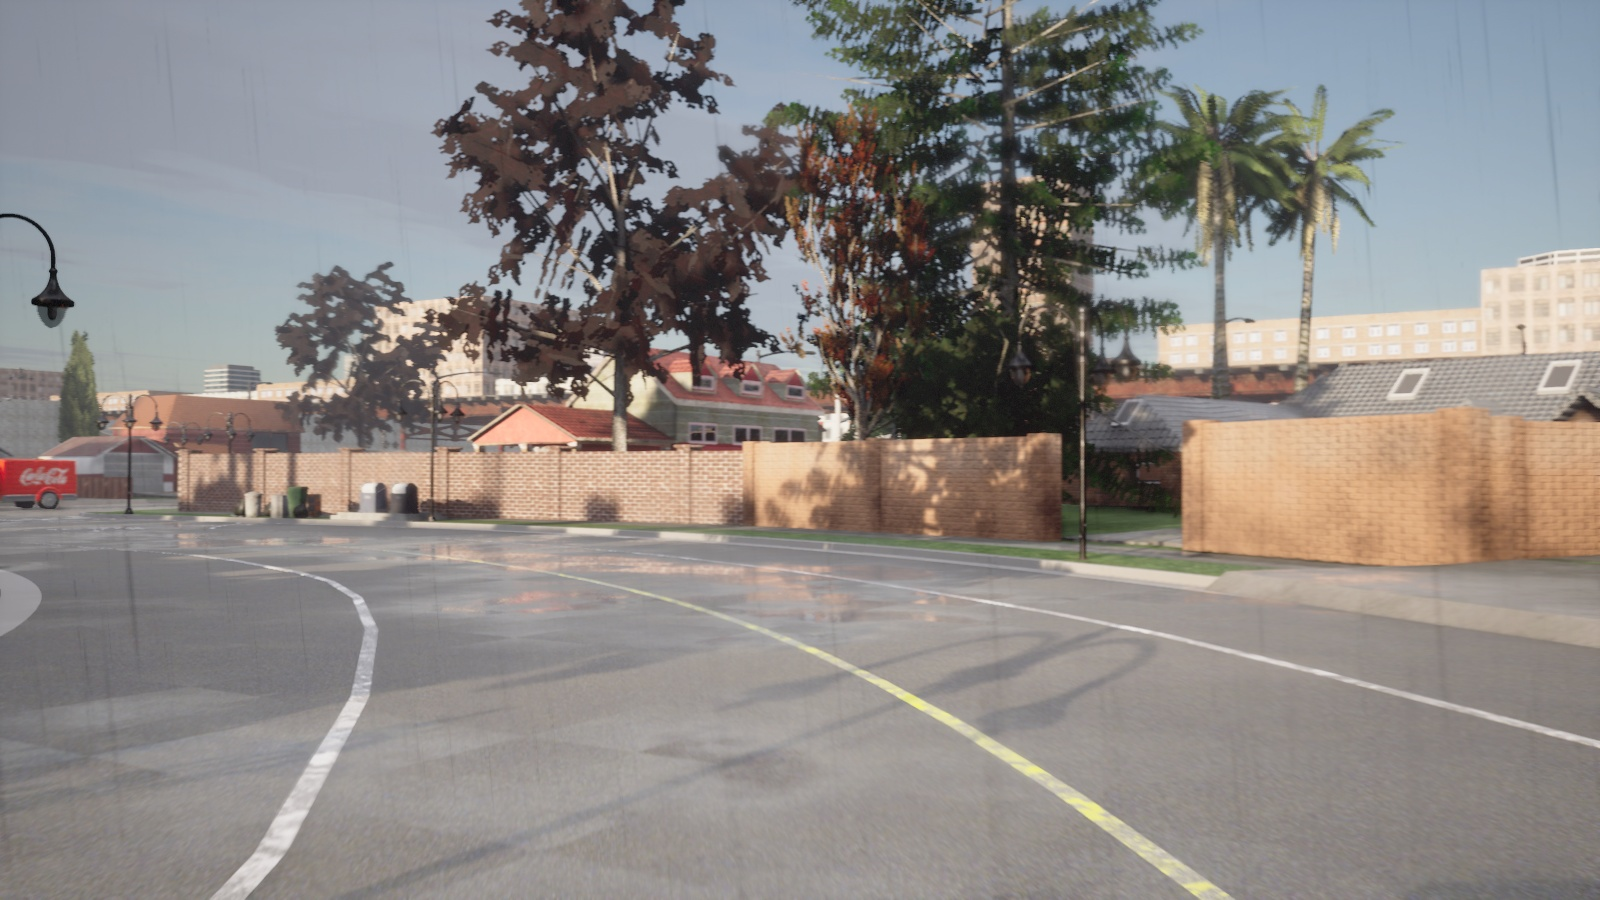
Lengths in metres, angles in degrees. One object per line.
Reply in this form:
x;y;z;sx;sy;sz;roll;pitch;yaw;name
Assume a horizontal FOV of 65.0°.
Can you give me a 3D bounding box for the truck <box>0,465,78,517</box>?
-38.555;1.986;61.188;2.627;2.467;5.204;-1;-1;31;truck
